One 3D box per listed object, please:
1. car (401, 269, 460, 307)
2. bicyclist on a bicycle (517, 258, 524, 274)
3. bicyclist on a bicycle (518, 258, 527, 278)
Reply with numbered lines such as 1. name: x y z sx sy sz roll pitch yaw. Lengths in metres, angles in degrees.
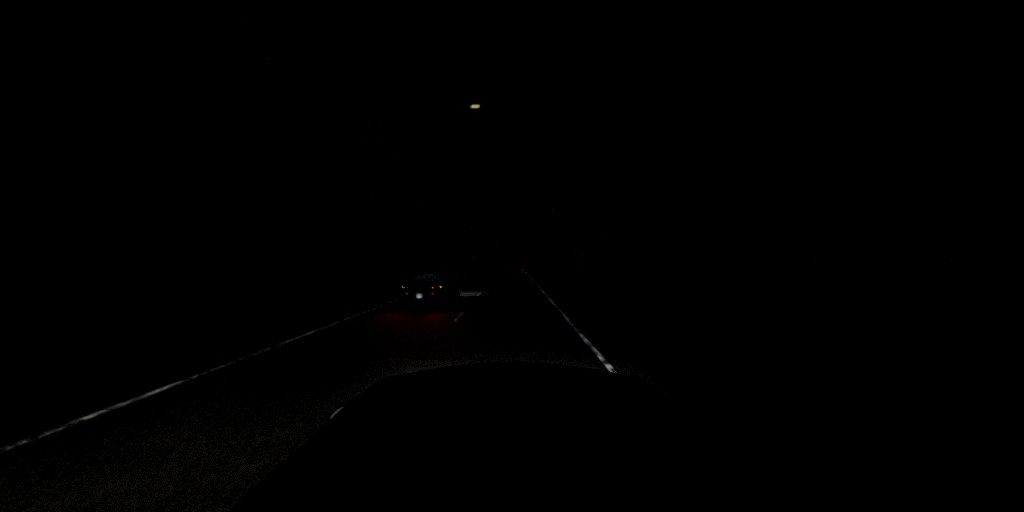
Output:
1. car: -3.410 1.285 15.485 1.812 1.442 4.674 0 0 0
2. bicyclist on a bicycle: 0.975 1.146 41.167 0.659 1.776 1.843 0 0 0
3. bicyclist on a bicycle: 0.971 1.207 32.556 0.866 1.612 1.509 0 0 0
